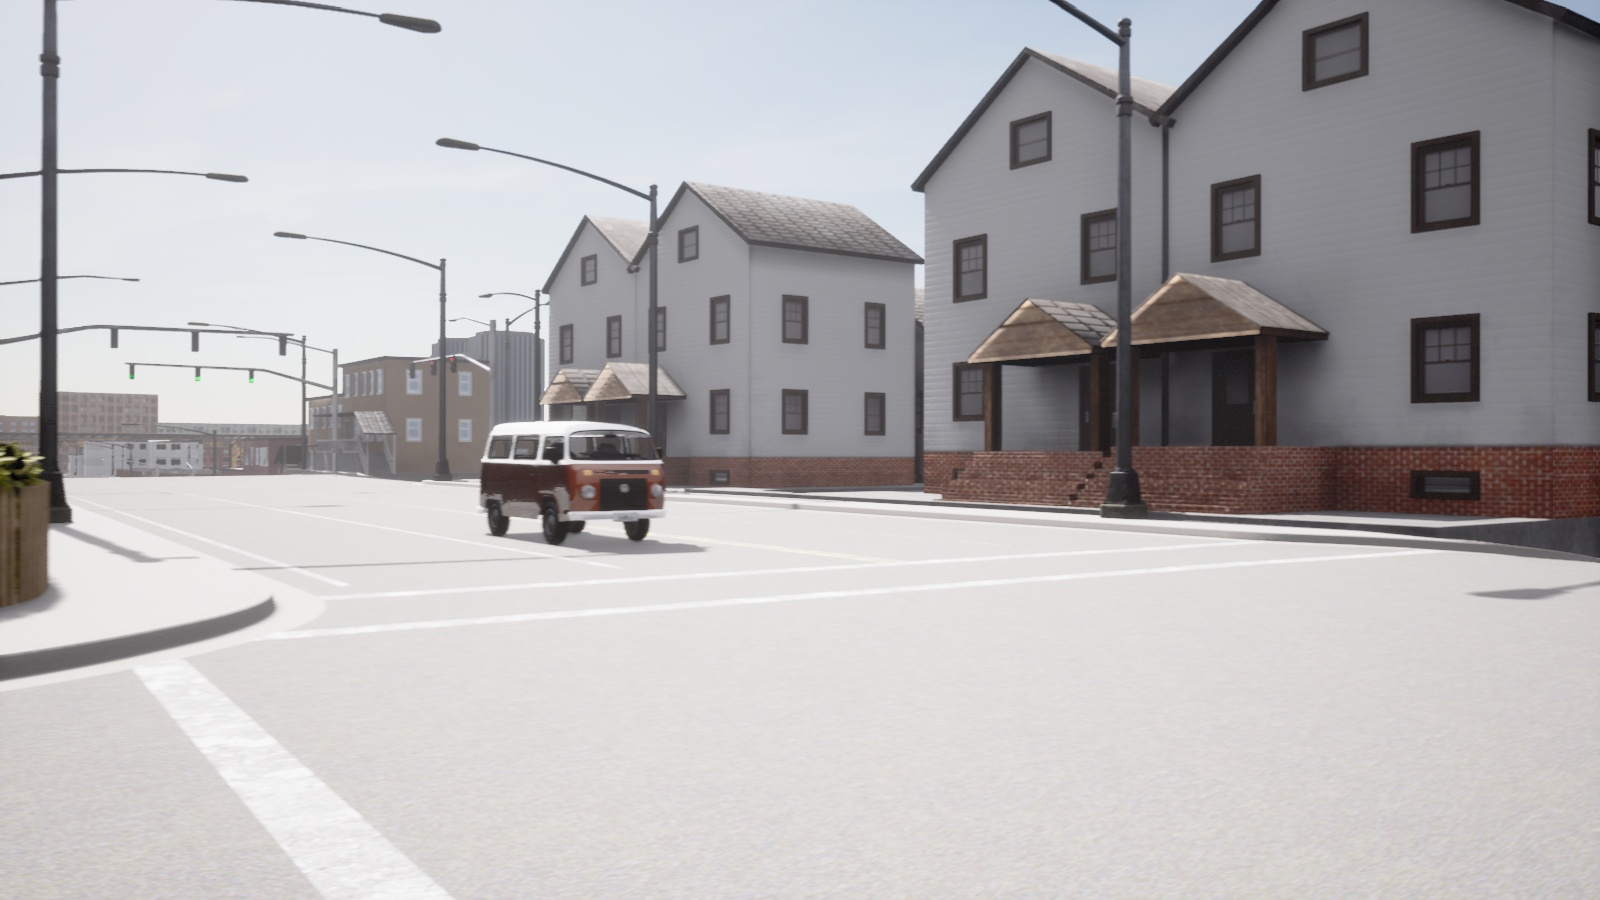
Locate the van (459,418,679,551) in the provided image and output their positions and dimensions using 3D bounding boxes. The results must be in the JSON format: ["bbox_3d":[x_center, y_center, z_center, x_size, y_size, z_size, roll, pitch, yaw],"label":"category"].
[{"bbox_3d":[-4.098,0.530,21.677,2.069,2.038,4.480,0,0,-35],"label":"van"}]
